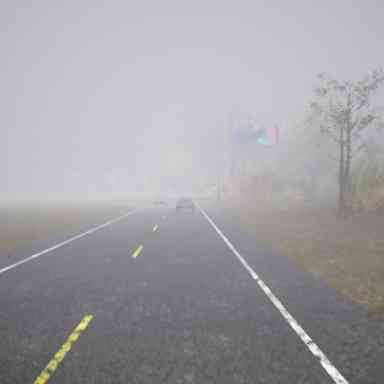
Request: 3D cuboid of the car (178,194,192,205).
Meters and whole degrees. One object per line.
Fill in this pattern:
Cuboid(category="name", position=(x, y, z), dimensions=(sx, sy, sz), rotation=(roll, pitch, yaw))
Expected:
Cuboid(category="car", position=(-0.997, 1.044, 48.851), dimensions=(1.882, 1.535, 5.008), rotation=(-1, 1, -1))

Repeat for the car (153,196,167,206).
Cuboid(category="car", position=(-4.553, 1.226, 48.450), dimensions=(2.033, 1.411, 5.357), rotation=(-1, 1, -1))

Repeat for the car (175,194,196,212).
Cuboid(category="car", position=(-0.686, 1.192, 33.910), dimensions=(2.128, 1.511, 4.902), rotation=(-1, 1, -1))
